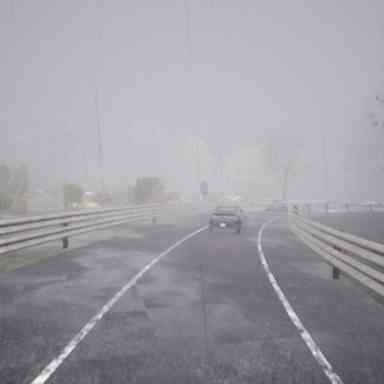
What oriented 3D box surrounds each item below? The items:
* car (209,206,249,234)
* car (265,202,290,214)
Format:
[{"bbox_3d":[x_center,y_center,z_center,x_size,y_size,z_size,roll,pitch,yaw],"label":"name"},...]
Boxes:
[{"bbox_3d":[2.327,1.579,20.157,2.128,1.511,4.902,1,0,16],"label":"car"},{"bbox_3d":[11.308,2.016,43.315,2.033,1.411,5.357,2,0,36],"label":"car"}]
